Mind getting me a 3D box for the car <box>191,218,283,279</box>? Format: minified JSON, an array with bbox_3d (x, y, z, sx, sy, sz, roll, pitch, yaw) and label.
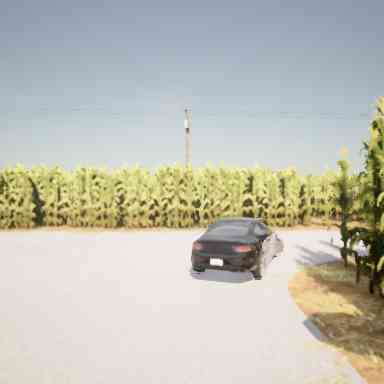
[{"bbox_3d":[1.469,1.496,10.063,1.812,1.442,4.674,0,0,22],"label":"car"}]
